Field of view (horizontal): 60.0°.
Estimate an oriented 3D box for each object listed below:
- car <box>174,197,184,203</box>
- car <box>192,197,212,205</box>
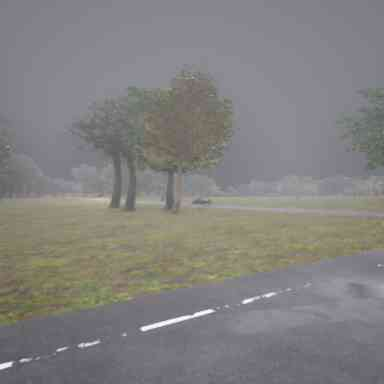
[{"bbox_3d":[-3.637,1.618,70.511,1.895,1.301,4.718,1,0,-34],"label":"car"},{"bbox_3d":[1.903,1.697,62.148,1.812,1.442,4.674,1,-1,-34],"label":"car"}]
